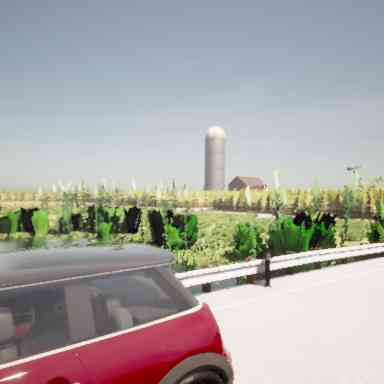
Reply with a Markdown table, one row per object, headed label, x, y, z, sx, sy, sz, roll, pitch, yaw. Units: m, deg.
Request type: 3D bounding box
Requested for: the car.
| label | x | y | z | sx | sy | sz | roll | pitch | yaw |
| --- | --- | --- | --- | --- | --- | --- | --- | --- | --- |
| car | -1.875 | 1.352 | 2.636 | 4.553 | 1.767 | 2.097 | 0 | 0 | -35 |
